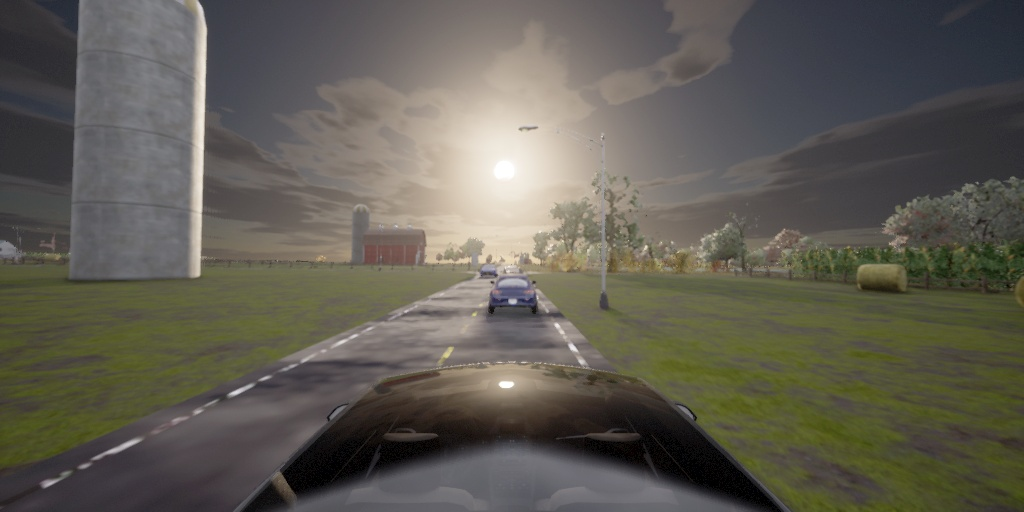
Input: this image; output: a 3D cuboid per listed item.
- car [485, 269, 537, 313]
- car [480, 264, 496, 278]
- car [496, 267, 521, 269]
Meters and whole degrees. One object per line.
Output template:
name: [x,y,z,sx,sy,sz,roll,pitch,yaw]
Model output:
car: [0.051,1.450,14.897,1.812,1.442,4.674,0,-1,1]
car: [-2.806,1.797,43.775,1.882,1.535,5.008,0,-1,0]
car: [0.046,1.609,29.179,2.128,1.511,4.902,0,-1,0]
